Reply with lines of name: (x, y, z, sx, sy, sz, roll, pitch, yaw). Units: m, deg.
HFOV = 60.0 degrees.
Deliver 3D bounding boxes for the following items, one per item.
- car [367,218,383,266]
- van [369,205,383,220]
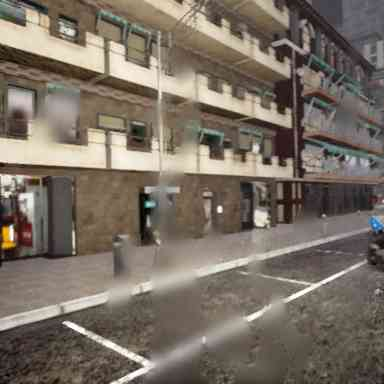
car: (7.437, 1.714, 11.213, 1.994, 1.385, 4.181, -2, -2, 43)
van: (11.827, 1.613, 19.580, 1.690, 1.788, 3.998, -3, -2, 43)
